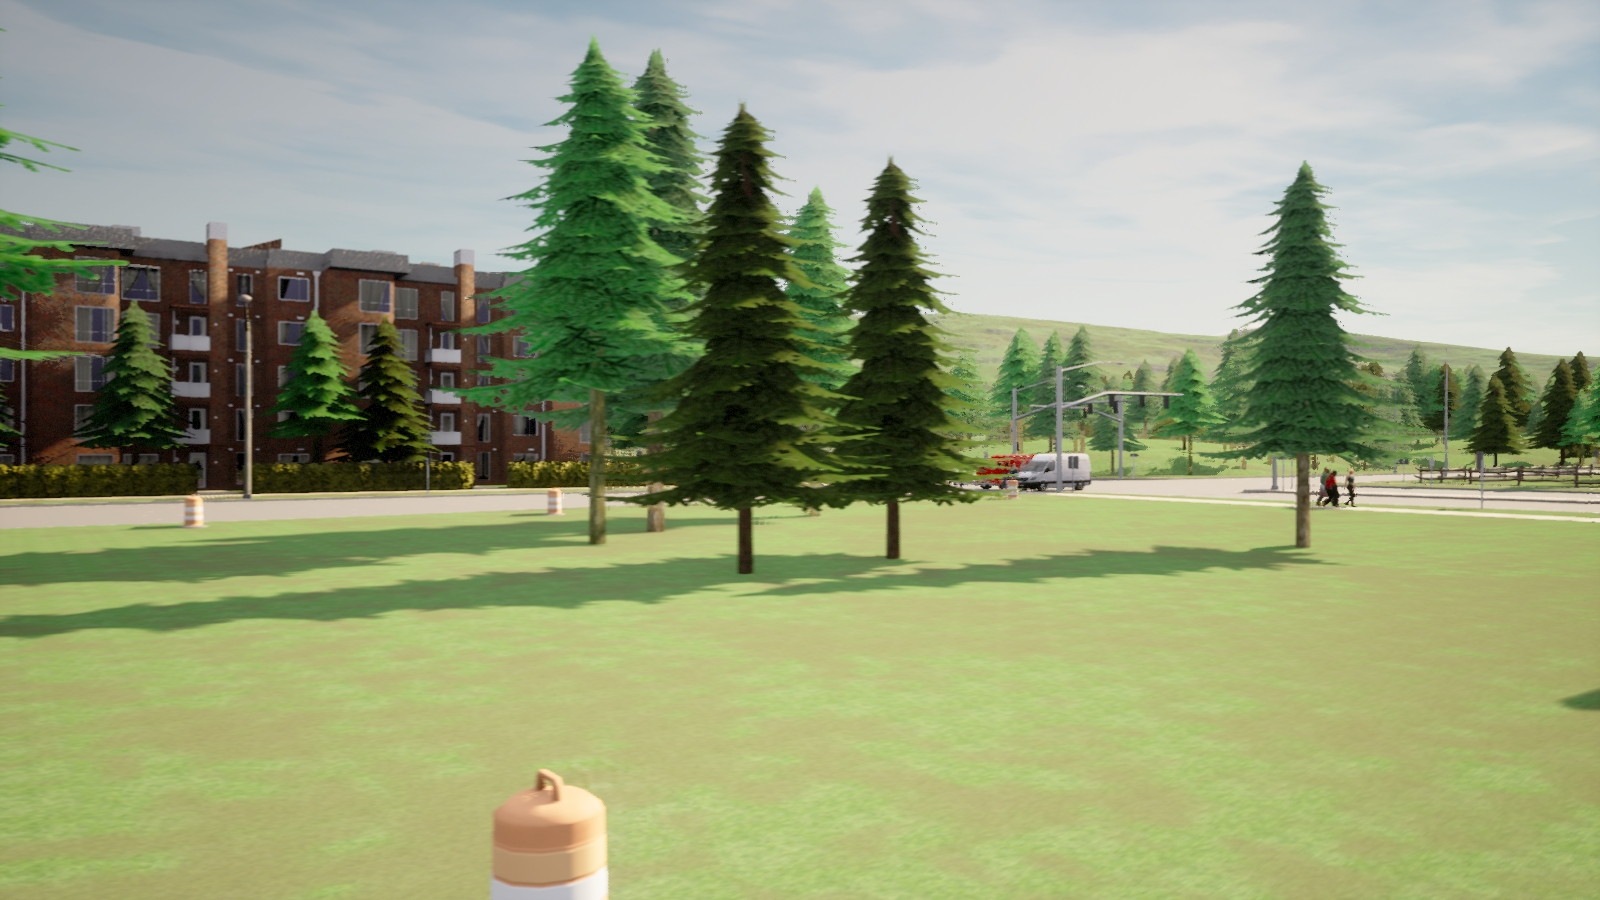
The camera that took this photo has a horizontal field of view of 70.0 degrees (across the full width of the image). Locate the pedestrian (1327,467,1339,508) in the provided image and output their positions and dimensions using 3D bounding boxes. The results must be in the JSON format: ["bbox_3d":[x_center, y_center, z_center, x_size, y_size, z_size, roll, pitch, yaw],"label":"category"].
[{"bbox_3d":[24.316,1.696,52.127,0.375,1.860,0.375,0,0,-30],"label":"pedestrian"}]

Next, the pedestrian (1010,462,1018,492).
[{"bbox_3d":[13.329,1.696,71.125,0.375,1.860,0.375,0,0,-23],"label":"pedestrian"}]

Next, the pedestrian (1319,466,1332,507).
[{"bbox_3d":[24.440,1.697,53.144,0.375,1.860,0.375,0,0,-29],"label":"pedestrian"}]

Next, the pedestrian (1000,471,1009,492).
[{"bbox_3d":[12.800,1.998,71.595,0.375,1.300,0.375,0,0,-43],"label":"pedestrian"}]

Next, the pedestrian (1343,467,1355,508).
[{"bbox_3d":[25.019,1.696,52.076,0.375,1.860,0.375,0,0,-28],"label":"pedestrian"}]
